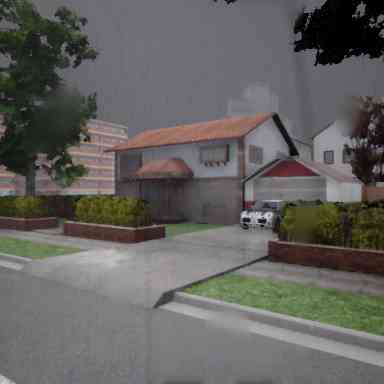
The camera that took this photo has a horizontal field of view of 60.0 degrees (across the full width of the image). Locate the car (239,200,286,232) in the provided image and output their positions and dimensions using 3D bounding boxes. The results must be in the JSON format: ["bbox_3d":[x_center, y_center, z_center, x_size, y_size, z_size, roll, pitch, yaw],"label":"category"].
[{"bbox_3d":[4.066,1.167,17.411,1.970,1.475,3.806,0,0,36],"label":"car"}]
